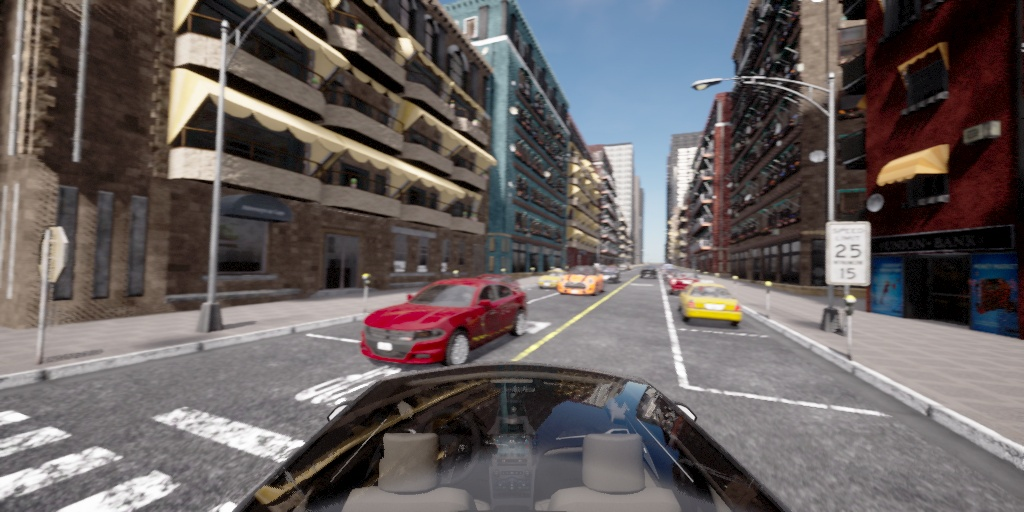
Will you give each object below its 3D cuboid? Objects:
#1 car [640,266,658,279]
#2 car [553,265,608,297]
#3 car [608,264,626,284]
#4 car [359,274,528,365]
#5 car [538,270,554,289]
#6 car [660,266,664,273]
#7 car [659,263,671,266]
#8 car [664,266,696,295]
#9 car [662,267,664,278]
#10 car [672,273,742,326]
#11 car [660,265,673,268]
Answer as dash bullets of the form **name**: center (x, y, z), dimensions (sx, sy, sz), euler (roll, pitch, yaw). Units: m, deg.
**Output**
- **car**: center (17.178, 2.079, 45.122), dimensions (1.837, 1.490, 4.892), euler (1, -1, 22)
- **car**: center (4.302, 1.407, 21.789), dimensions (2.097, 1.767, 4.553), euler (1, -1, 22)
- **car**: center (8.996, 1.766, 33.327), dimensions (2.128, 1.511, 4.902), euler (1, 0, 22)
- **car**: center (-1.172, 1.272, 8.277), dimensions (1.882, 1.535, 5.008), euler (1, -1, 22)
- **car**: center (3.210, 1.605, 26.043), dimensions (1.751, 1.417, 4.829), euler (0, 0, 22)
- **car**: center (17.294, 2.076, 38.510), dimensions (1.948, 1.339, 4.313), euler (0, 0, 22)
- **car**: center (23.527, 2.238, 53.917), dimensions (1.967, 1.591, 4.097), euler (0, 0, 22)
- **car**: center (11.061, 1.657, 23.104), dimensions (1.967, 1.591, 4.097), euler (0, 0, 22)
- **car**: center (15.216, 1.995, 33.375), dimensions (1.802, 1.307, 4.207), euler (0, 0, 22)
- **car**: center (6.969, 1.544, 12.991), dimensions (1.751, 1.417, 4.829), euler (0, 0, 22)
- **car**: center (19.371, 2.172, 43.645), dimensions (1.948, 1.339, 4.313), euler (0, 0, 22)
